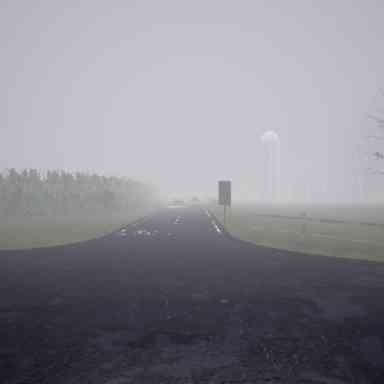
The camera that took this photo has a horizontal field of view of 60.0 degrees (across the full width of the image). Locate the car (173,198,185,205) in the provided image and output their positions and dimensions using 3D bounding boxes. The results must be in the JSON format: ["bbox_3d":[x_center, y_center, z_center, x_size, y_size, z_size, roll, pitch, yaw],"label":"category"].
[{"bbox_3d":[-2.267,1.630,57.751,1.895,1.301,4.718,0,0,0],"label":"car"}]

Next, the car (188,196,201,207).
[{"bbox_3d":[0.445,1.500,53.160,1.882,1.535,5.008,0,0,0],"label":"car"}]

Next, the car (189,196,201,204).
[{"bbox_3d":[0.529,1.528,63.580,2.128,1.511,4.902,0,0,0],"label":"car"}]
